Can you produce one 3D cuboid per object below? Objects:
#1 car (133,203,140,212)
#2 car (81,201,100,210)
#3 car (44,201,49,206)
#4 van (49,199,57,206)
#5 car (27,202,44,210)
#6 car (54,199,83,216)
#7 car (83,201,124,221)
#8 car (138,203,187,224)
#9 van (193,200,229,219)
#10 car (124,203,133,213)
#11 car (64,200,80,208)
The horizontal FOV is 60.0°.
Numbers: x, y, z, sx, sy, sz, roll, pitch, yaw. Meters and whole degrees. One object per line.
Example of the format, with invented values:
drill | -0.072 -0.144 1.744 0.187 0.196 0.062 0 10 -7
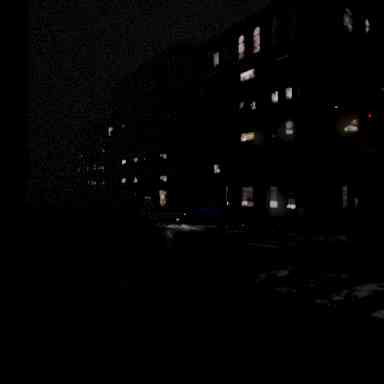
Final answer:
car | -5.086 2.004 41.166 1.752 1.417 4.829 -1 0 -36
car | -18.263 2.379 59.488 1.752 1.417 4.829 -1 0 -36
car | -37.927 2.981 86.832 1.947 1.339 4.313 -1 0 -36
van | -31.345 2.567 77.673 1.690 1.788 3.998 -1 0 -36
car | -28.108 2.483 58.938 1.752 1.417 4.829 -1 0 -36
car | -15.032 2.026 40.754 1.967 1.590 4.097 -1 0 -36
car | -8.444 1.840 31.593 1.967 1.590 4.097 -1 0 -36
car | -2.386 1.886 27.745 1.895 1.301 4.718 0 -1 -36
van | 1.735 1.631 31.967 1.690 1.788 3.998 -1 0 -36
car | -8.280 2.135 45.608 1.947 1.339 4.313 -1 0 -36
car | -24.753 2.478 68.511 1.967 1.590 4.097 -1 0 -36
